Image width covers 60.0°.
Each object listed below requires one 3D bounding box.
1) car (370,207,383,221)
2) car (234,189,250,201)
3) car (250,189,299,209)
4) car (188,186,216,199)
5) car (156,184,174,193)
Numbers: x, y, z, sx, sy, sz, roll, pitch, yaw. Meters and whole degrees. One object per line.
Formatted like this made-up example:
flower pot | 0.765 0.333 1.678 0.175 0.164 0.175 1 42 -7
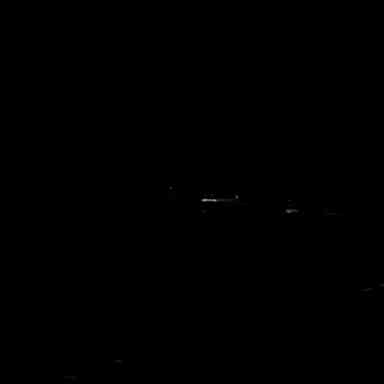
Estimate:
car | 13.301 1.257 19.772 1.895 1.301 4.718 2 2 -25
car | 6.827 0.383 38.782 2.128 1.511 4.902 2 2 -28
car | 7.856 0.635 30.220 1.882 1.535 5.008 2 2 -28
car | 1.240 0.066 42.411 1.837 1.490 4.892 2 1 -28
car | -4.978 -0.686 60.514 2.128 1.511 4.902 2 2 -28
